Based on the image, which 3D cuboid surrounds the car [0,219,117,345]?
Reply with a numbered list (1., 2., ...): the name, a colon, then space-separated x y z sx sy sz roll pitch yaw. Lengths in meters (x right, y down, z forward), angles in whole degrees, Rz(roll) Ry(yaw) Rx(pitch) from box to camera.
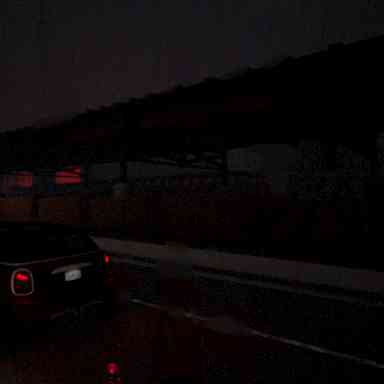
1. car: -3.645 1.361 6.591 4.553 1.767 2.097 0 0 36
